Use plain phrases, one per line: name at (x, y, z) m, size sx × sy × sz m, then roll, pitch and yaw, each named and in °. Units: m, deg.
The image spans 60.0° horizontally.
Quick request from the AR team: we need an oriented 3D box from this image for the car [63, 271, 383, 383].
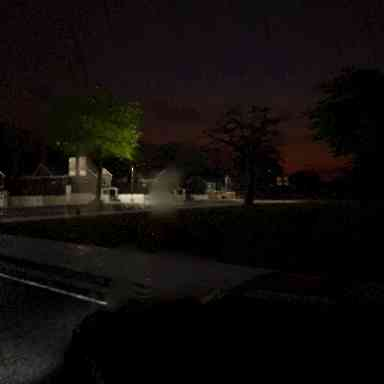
car at (0.755, 1.536, 3.143) m, size 4.674 × 1.442 × 1.812 m, roll -1°, pitch 0°, yaw 35°
